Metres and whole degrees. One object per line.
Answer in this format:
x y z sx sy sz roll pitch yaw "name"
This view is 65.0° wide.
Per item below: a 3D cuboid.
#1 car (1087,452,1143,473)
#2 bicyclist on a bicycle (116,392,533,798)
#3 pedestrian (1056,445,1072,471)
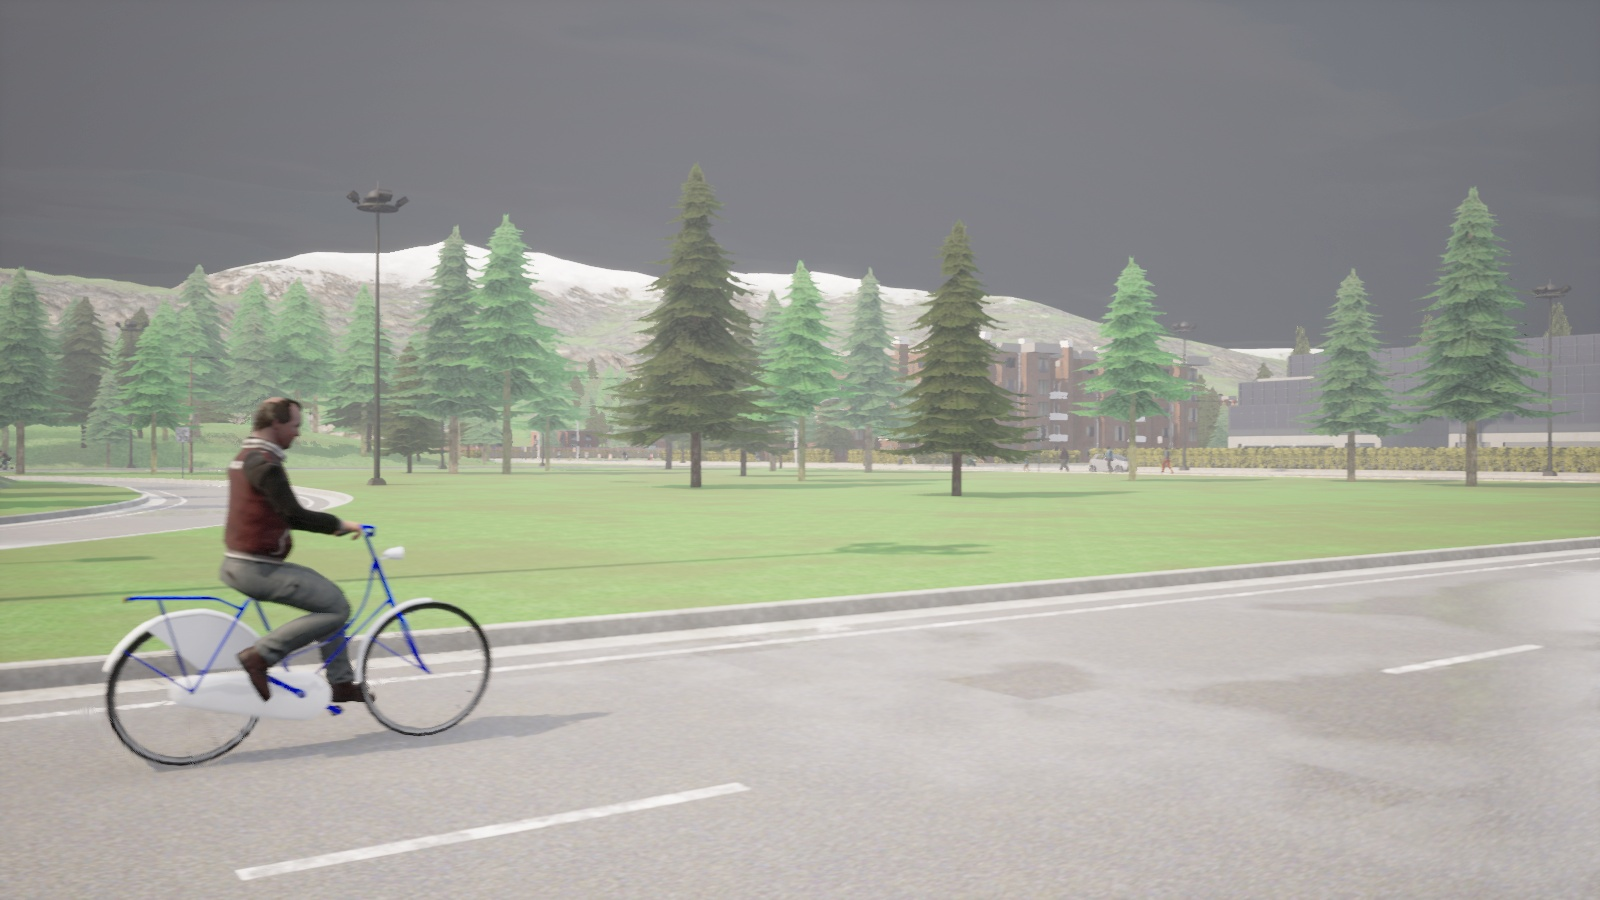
23.121 0.936 92.298 1.845 1.501 3.633 0 0 -35 "car"
-2.341 0.636 6.294 1.843 1.776 0.659 0 0 -35 "bicyclist on a bicycle"
18.592 0.561 88.572 0.634 1.844 0.899 0 0 -41 "pedestrian"
